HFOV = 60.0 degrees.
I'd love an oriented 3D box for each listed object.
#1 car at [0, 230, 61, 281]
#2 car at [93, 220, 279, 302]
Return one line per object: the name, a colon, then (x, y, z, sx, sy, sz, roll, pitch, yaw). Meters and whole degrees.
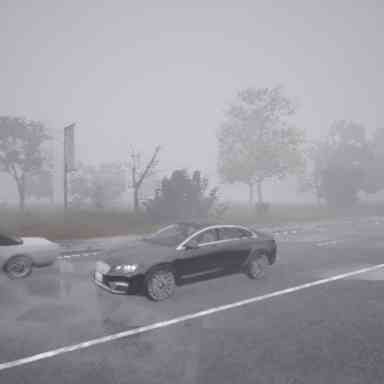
car: (-5.970, 1.600, 8.333, 4.718, 1.301, 1.895, 0, 0, -36)
car: (0.062, 1.491, 8.337, 4.902, 1.511, 2.128, 0, 0, -36)
